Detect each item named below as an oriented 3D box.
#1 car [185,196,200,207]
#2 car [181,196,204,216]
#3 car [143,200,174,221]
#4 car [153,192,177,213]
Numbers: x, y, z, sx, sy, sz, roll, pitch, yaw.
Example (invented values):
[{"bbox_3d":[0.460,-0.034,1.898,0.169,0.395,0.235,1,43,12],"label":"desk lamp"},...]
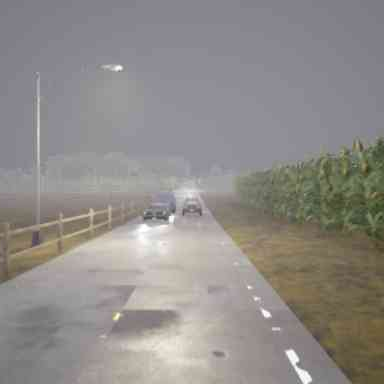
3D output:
[{"bbox_3d":[0.030,1.218,44.437,1.895,1.301,4.718,0,2,1],"label":"car"},{"bbox_3d":[0.001,1.406,31.374,1.812,1.442,4.674,0,1,0],"label":"car"},{"bbox_3d":[-2.755,1.592,26.573,1.895,1.301,4.718,0,1,0],"label":"car"},{"bbox_3d":[-2.756,1.049,34.760,2.150,2.045,5.566,0,1,0],"label":"car"}]
